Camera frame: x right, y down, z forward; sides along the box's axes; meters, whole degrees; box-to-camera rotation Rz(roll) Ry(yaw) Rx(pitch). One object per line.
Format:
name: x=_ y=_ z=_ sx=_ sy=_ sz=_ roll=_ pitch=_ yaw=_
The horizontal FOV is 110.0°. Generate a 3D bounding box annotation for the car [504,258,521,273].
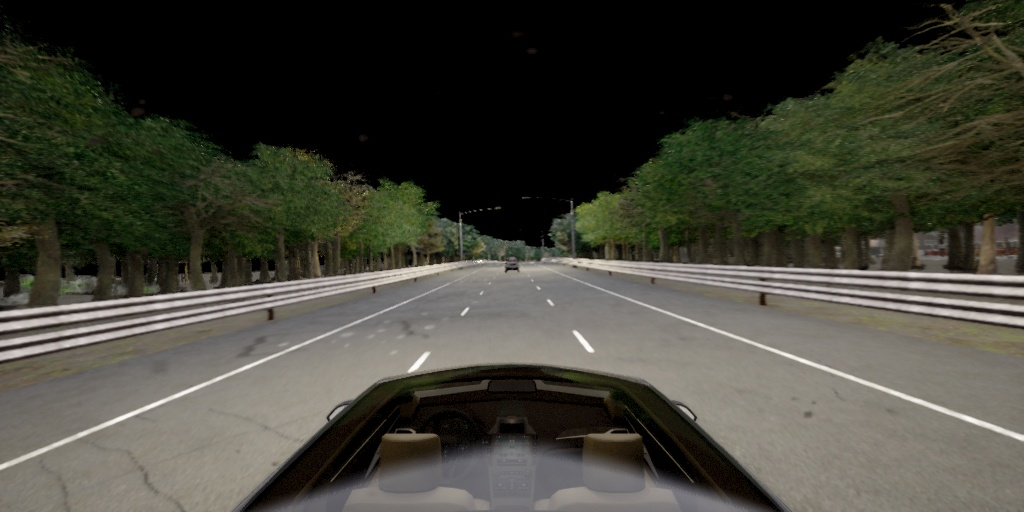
car: x=0.041 y=1.339 z=46.698 sx=1.837 sy=1.490 sz=4.892 roll=-2 pitch=0 yaw=1
